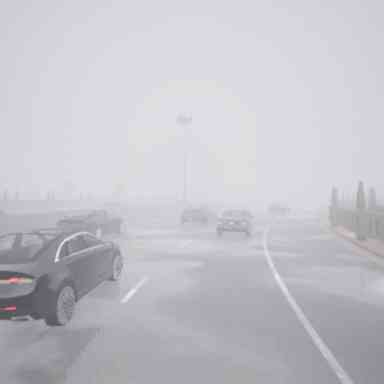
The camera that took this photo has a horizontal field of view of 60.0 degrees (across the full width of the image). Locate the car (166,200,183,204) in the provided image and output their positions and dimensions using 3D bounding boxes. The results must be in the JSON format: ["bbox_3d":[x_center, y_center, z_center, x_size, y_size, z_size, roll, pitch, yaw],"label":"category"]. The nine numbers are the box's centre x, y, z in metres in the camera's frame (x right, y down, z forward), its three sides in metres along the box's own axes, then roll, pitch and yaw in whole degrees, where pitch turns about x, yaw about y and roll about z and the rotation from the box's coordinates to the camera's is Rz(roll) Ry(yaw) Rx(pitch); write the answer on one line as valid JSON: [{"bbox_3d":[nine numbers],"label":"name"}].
[{"bbox_3d":[-2.580,2.104,58.928,1.895,1.301,4.718,0,-1,33],"label":"car"}]

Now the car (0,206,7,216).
[{"bbox_3d":[-14.777,1.439,22.239,2.097,1.767,4.553,0,0,14],"label":"car"}]

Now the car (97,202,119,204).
[{"bbox_3d":[-8.329,1.703,31.960,1.837,1.490,4.892,0,-1,20],"label":"car"}]

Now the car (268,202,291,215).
[{"bbox_3d":[10.287,1.856,39.135,1.812,1.442,4.674,0,-1,28],"label":"car"}]

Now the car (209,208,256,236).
[{"bbox_3d":[2.639,1.682,19.490,2.033,1.411,5.357,0,0,14],"label":"car"}]

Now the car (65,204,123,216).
[{"bbox_3d":[-4.998,1.591,17.065,1.837,1.490,4.892,0,0,11],"label":"car"}]

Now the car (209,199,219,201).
[{"bbox_3d":[3.981,2.140,62.748,1.812,1.442,4.674,0,-1,32],"label":"car"}]

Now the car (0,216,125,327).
[{"bbox_3d":[-2.924,1.518,7.098,2.128,1.511,4.902,0,0,4],"label":"car"}]

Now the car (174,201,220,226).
[{"bbox_3d":[0.574,1.660,24.860,2.128,1.511,4.902,0,0,16],"label":"car"}]
